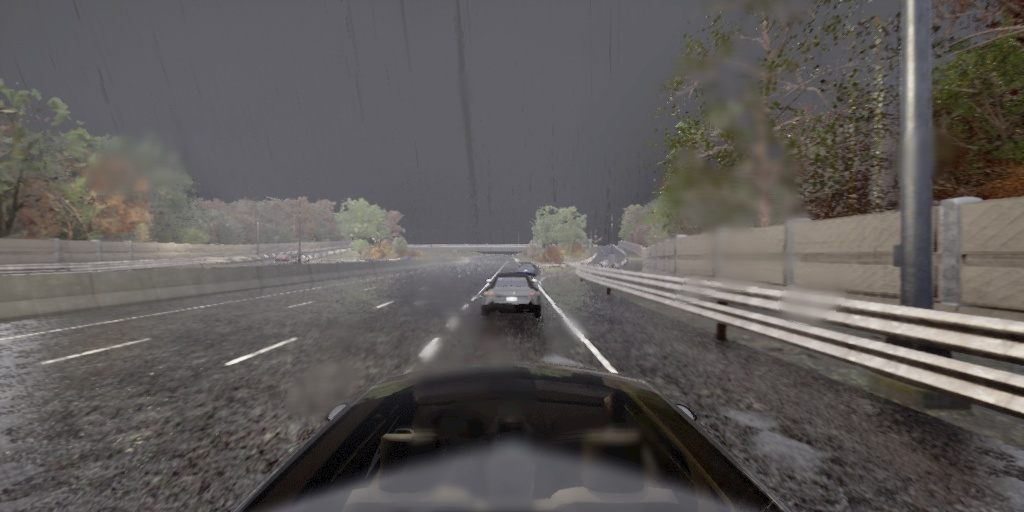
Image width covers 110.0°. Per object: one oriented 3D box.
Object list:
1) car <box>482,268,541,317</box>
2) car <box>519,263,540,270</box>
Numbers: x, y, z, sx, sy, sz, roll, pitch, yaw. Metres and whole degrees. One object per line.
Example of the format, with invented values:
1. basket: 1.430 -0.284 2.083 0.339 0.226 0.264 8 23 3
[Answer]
1. car: -0.003 1.326 13.295 1.994 1.385 4.181 0 0 0
2. car: 1.695 1.390 35.842 1.994 1.385 4.181 0 -1 11
